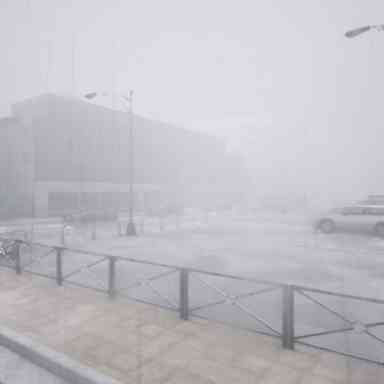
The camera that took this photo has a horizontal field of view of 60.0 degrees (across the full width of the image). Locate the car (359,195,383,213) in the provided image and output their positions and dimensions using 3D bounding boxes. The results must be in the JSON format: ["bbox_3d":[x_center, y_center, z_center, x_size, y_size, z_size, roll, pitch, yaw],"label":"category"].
[{"bbox_3d":[20.514,1.284,35.520,4.605,1.855,1.932,0,0,35],"label":"car"}]

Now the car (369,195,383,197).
[{"bbox_3d":[19.171,1.264,32.911,3.866,1.878,1.905,0,0,35],"label":"car"}]

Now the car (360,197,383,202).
[{"bbox_3d":[11.774,1.340,22.471,5.027,1.636,2.152,0,0,35],"label":"car"}]

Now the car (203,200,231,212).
[{"bbox_3d":[3.119,1.705,40.948,1.994,1.385,4.181,0,0,36],"label":"car"}]

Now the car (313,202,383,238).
[{"bbox_3d":[8.327,1.419,17.048,3.806,1.475,1.970,0,0,35],"label":"car"}]

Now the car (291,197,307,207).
[{"bbox_3d":[17.681,1.640,55.132,2.128,1.511,4.902,0,0,35],"label":"car"}]

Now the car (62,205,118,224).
[{"bbox_3d":[-7.764,1.704,25.629,1.994,1.385,4.181,0,0,35],"label":"car"}]

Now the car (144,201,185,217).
[{"bbox_3d":[-2.676,1.646,32.805,1.837,1.490,4.892,0,0,35],"label":"car"}]

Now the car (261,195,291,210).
[{"bbox_3d":[11.536,1.369,46.439,2.150,2.045,5.566,0,0,35],"label":"car"}]
